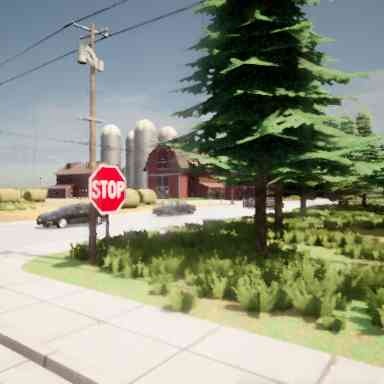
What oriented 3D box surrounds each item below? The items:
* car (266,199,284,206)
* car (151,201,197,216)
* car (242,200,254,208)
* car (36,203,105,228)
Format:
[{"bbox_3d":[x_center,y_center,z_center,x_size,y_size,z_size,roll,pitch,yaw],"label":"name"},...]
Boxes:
[{"bbox_3d":[10.596,1.593,44.374,2.033,1.411,5.357,0,0,33],"label":"car"},{"bbox_3d":[-1.593,1.594,32.240,2.033,1.411,5.357,0,0,33],"label":"car"},{"bbox_3d":[9.078,1.399,48.611,2.097,1.767,4.553,0,0,33],"label":"car"},{"bbox_3d":[-7.977,1.550,22.373,1.837,1.490,4.892,0,0,33],"label":"car"}]
